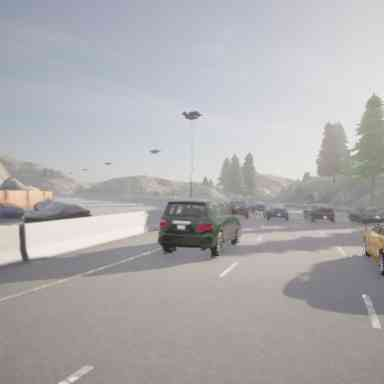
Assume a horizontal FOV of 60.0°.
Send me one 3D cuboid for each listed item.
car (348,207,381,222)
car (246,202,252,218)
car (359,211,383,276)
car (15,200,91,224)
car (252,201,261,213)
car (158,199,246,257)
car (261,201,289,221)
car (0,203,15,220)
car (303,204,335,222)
[{"bbox_3d":[14.293,1.881,27.111,1.994,1.385,4.181,1,0,8],"label":"car"},{"bbox_3d":[4.437,1.584,33.226,2.097,1.767,4.553,1,0,5],"label":"car"},{"bbox_3d":[6.727,1.613,10.459,1.882,1.535,5.008,1,0,20],"label":"car"},{"bbox_3d":[-8.374,1.489,21.085,1.882,1.535,5.008,1,0,14],"label":"car"},{"bbox_3d":[8.098,1.847,41.634,1.812,1.442,4.674,1,0,-1],"label":"car"},{"bbox_3d":[0.518,1.300,13.668,2.150,2.045,5.566,1,0,19],"label":"car"},{"bbox_3d":[7.681,1.782,30.549,1.812,1.442,4.674,1,0,7],"label":"car"},{"bbox_3d":[-14.594,1.522,25.035,1.994,1.385,4.181,1,0,13],"label":"car"},{"bbox_3d":[11.077,1.795,29.239,1.837,1.490,4.892,1,0,8],"label":"car"}]
